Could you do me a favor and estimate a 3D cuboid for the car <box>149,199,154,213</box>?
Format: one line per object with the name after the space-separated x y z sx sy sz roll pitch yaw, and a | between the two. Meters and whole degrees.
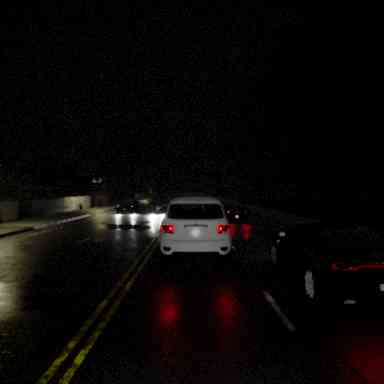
-3.361 1.370 35.100 2.128 1.511 4.902 0 0 0 | car

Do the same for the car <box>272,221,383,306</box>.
3.324 1.448 8.135 1.882 1.535 5.008 0 1 0 | car

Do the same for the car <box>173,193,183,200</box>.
-3.285 1.012 77.544 2.128 1.511 4.902 0 0 0 | car

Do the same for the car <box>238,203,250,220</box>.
3.331 1.508 26.734 1.895 1.301 4.718 0 0 0 | car

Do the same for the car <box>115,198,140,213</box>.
-6.611 1.405 34.767 1.812 1.442 4.674 0 0 0 | car

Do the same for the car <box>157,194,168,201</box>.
-6.534 1.197 75.327 2.033 1.411 5.357 0 0 0 | car

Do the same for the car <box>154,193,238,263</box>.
0.084 1.179 11.897 2.150 2.045 5.566 0 0 0 | car

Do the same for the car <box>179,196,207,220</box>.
0.080 1.255 28.063 2.097 1.767 4.553 0 0 0 | car
